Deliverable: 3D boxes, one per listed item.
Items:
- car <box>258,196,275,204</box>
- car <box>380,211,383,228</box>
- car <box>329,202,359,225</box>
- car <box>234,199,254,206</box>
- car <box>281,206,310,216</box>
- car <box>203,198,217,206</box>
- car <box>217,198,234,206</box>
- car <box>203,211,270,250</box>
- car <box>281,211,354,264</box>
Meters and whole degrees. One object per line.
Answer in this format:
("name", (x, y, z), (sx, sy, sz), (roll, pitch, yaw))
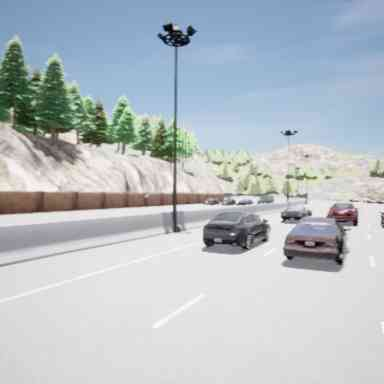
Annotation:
("car", (13.711, 1.671, 61.001), (2.150, 2.045, 5.566), (0, 0, 26))
("car", (14.763, 1.814, 24.063), (2.033, 1.411, 5.357), (0, 0, 28))
("car", (12.088, 1.605, 26.476), (2.097, 1.767, 4.553), (0, 0, 28))
("car", (10.000, 1.966, 61.296), (2.033, 1.411, 5.357), (0, 0, 27))
("car", (8.899, 1.832, 27.942), (1.895, 1.301, 4.718), (0, 0, 28))
("car", (3.789, 1.870, 64.613), (2.128, 1.511, 4.902), (0, 0, 26))
("car", (7.095, 1.895, 63.440), (2.128, 1.511, 4.902), (0, 0, 26))
("car", (2.129, 1.605, 14.941), (1.837, 1.490, 4.892), (0, 0, 28))
("car", (4.786, 1.658, 12.480), (2.033, 1.411, 5.357), (0, 0, 27))
